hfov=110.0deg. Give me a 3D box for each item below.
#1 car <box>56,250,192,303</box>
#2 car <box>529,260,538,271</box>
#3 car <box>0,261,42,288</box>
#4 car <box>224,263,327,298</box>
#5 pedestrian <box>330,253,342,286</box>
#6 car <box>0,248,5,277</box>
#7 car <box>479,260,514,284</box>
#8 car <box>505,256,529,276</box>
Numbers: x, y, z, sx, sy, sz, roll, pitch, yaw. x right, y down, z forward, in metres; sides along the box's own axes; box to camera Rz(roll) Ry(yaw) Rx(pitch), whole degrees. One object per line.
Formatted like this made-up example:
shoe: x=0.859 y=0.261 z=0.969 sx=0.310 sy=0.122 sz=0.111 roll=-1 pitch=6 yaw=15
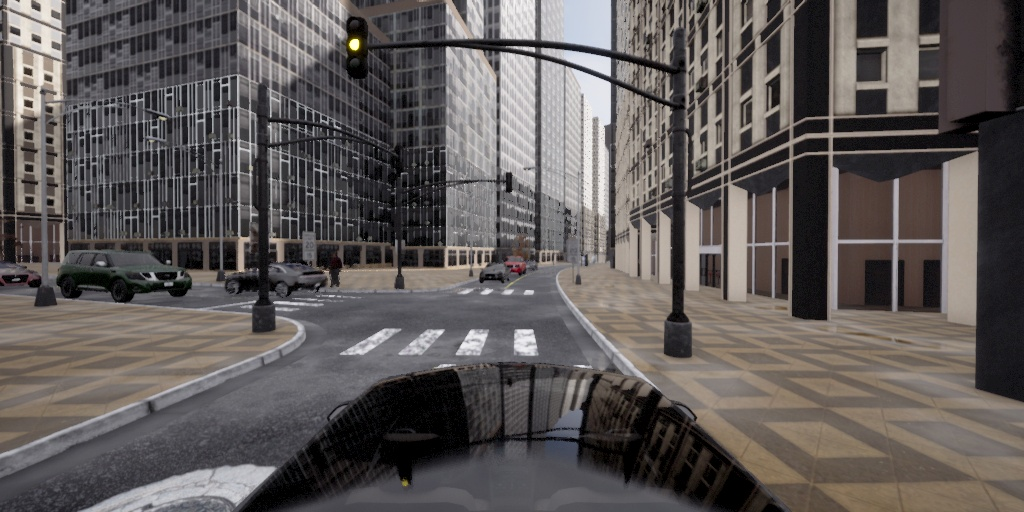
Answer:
car: x=-16.621 y=0.764 z=15.382 sx=5.566 sy=2.045 sz=2.150 roll=1 pitch=1 yaw=17
car: x=2.504 y=1.352 z=50.640 sx=2.128 sy=1.511 sz=4.902 roll=0 pitch=0 yaw=12
car: x=-26.321 y=0.967 z=18.181 sx=4.181 sy=1.385 sz=1.994 roll=1 pitch=1 yaw=16
car: x=-11.160 y=1.072 z=16.938 sx=4.902 sy=1.511 sz=2.128 roll=1 pitch=1 yaw=16
pedestrian: x=-9.585 y=0.708 z=19.447 sx=0.375 sy=1.860 sz=0.375 roll=0 pitch=0 yaw=16
car: x=-38.304 y=0.412 z=24.714 sx=5.566 sy=2.045 sz=2.150 roll=1 pitch=1 yaw=16
car: x=-1.255 y=1.276 z=27.813 sx=1.837 sy=1.490 sz=4.892 roll=0 pitch=0 yaw=7
car: x=0.185 y=1.025 z=38.339 sx=2.150 sy=2.045 sz=5.566 roll=0 pitch=0 yaw=9
